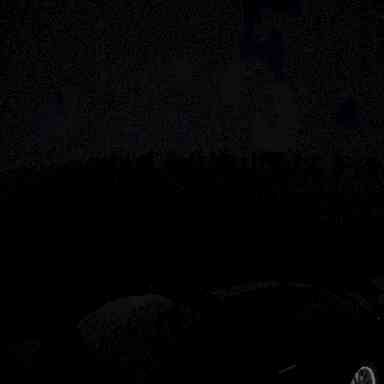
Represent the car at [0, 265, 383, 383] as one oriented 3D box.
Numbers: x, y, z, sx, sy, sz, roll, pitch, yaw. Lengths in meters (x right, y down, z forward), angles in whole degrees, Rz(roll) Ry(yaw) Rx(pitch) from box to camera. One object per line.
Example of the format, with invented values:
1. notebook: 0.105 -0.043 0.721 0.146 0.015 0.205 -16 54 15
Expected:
1. car: 0.009 1.523 3.085 4.674 1.442 1.812 0 0 -35
